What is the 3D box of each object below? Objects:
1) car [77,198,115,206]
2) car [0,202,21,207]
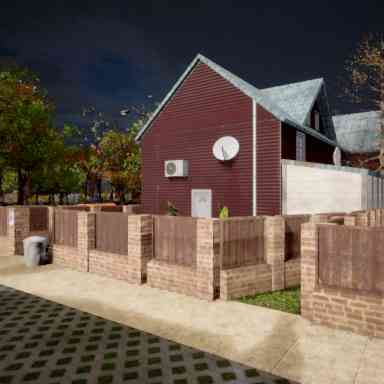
[{"bbox_3d":[-9.618,1.434,32.460,2.097,1.767,4.553,0,0,35],"label":"car"},{"bbox_3d":[-14.847,1.556,25.082,1.837,1.490,4.892,0,0,35],"label":"car"}]
